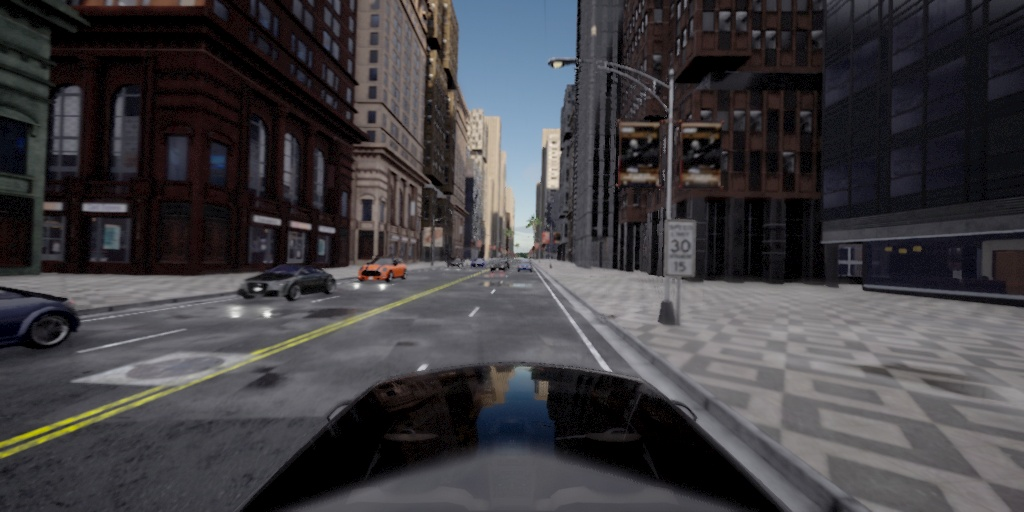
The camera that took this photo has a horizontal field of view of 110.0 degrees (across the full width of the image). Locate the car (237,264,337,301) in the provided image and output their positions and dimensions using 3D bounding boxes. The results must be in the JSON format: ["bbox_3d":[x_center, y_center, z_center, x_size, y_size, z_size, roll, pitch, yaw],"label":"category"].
[{"bbox_3d":[-9.413,1.061,15.409,1.994,1.385,4.181,1,0,3],"label":"car"}]

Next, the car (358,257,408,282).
[{"bbox_3d":[-9.033,0.854,25.392,2.097,1.767,4.553,1,0,2],"label":"car"}]

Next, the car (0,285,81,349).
[{"bbox_3d":[-9.796,1.058,5.503,1.994,1.385,4.181,1,0,2],"label":"car"}]

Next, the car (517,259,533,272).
[{"bbox_3d":[1.664,1.317,45.951,2.033,1.411,5.357,1,0,2],"label":"car"}]

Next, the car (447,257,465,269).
[{"bbox_3d":[-7.981,0.934,51.226,1.837,1.490,4.892,1,0,2],"label":"car"}]

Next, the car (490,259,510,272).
[{"bbox_3d":[-1.634,1.286,44.548,1.895,1.301,4.718,1,0,2],"label":"car"}]

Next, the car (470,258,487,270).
[{"bbox_3d":[-4.733,0.997,51.104,1.882,1.535,5.008,1,0,2],"label":"car"}]
